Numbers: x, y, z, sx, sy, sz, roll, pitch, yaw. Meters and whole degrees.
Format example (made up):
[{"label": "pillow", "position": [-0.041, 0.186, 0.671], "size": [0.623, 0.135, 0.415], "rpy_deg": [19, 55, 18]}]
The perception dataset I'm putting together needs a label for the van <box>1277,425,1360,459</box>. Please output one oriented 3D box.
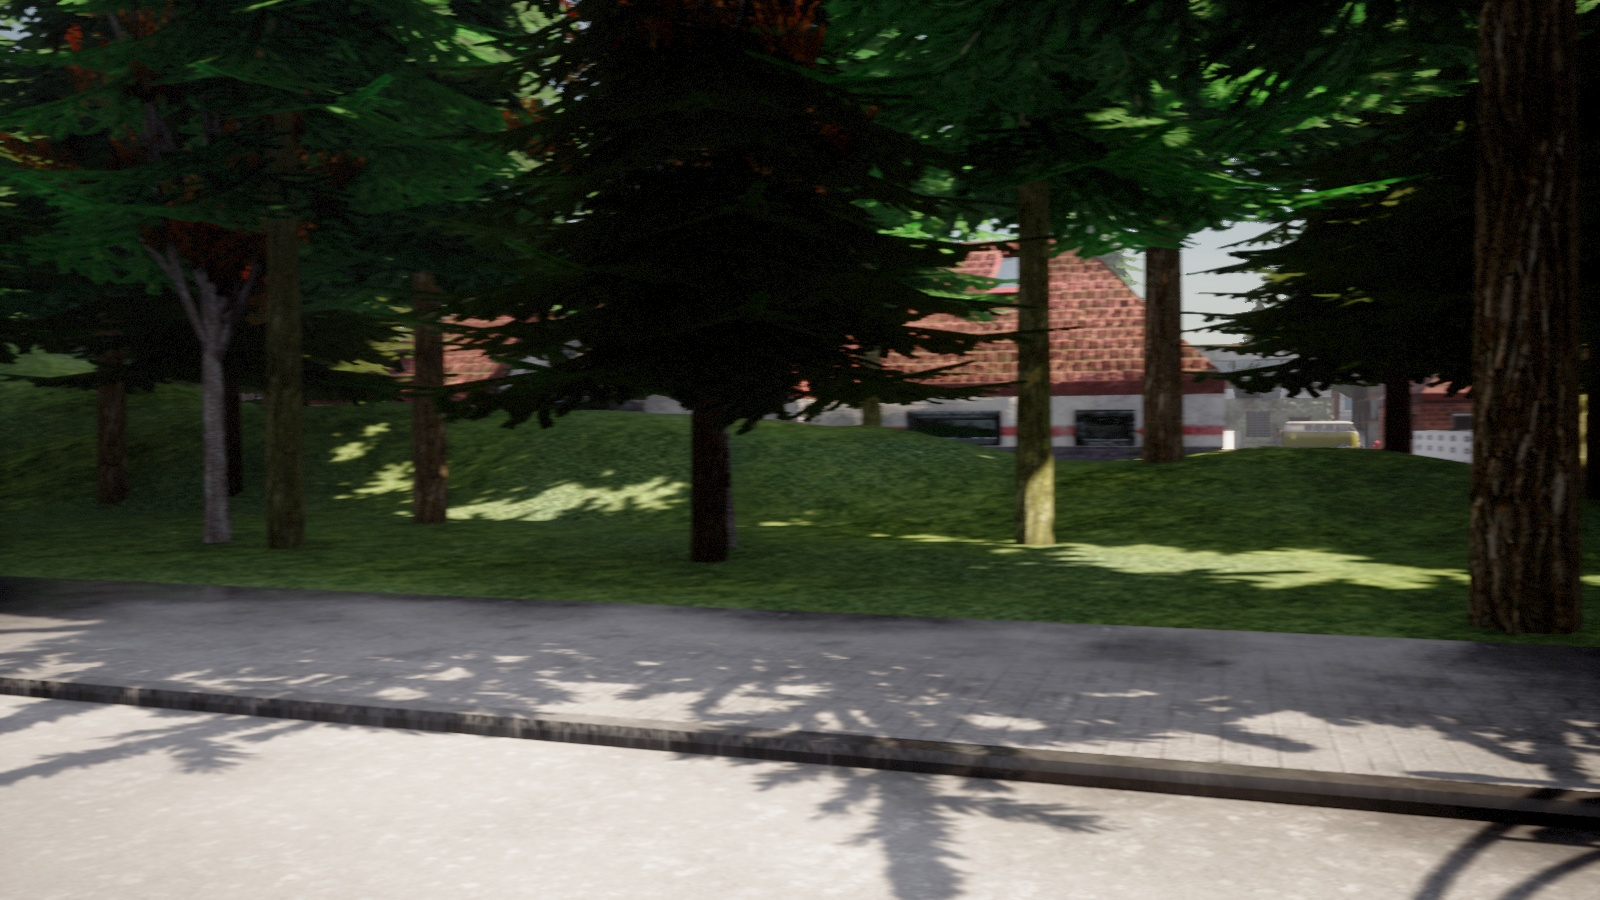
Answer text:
[{"label": "van", "position": [31.204, -0.519, 75.693], "size": [4.442, 1.987, 1.775], "rpy_deg": [1, 1, 19]}]
